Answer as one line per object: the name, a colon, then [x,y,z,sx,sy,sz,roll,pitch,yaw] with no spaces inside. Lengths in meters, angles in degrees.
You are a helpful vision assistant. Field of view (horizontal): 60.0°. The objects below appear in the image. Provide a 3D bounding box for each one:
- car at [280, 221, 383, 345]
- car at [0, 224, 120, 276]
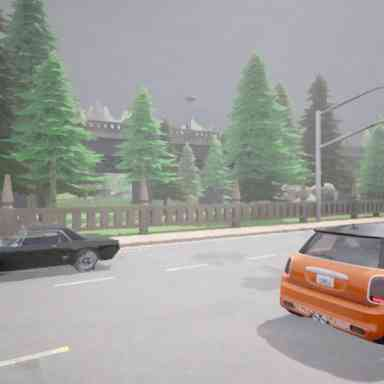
car: [3.819,1.349,6.109,4.553,1.767,2.097,0,0,-31]
car: [-4.570,1.600,9.335,4.718,1.301,1.895,0,0,-32]
